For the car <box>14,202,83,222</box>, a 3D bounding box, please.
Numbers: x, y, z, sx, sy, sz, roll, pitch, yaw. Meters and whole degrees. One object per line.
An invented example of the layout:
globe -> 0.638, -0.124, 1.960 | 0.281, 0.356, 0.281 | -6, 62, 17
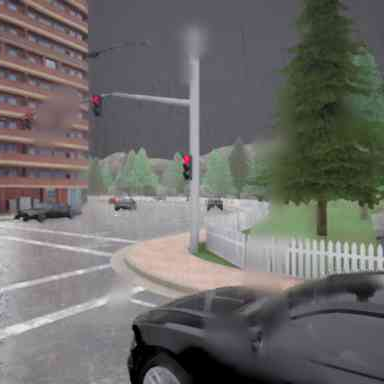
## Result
car -> -10.906, 1.489, 25.800 | 2.033, 1.411, 5.357 | 0, 0, 24

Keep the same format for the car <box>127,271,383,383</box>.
car -> 1.588, 1.478, 2.856 | 5.008, 1.535, 1.882 | 0, 0, 36

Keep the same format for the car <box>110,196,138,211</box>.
car -> -7.692, 1.488, 39.179 | 2.033, 1.411, 5.357 | 0, 0, 2

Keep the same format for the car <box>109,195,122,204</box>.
car -> -13.118, 1.290, 59.132 | 2.097, 1.767, 4.553 | 0, 0, -32

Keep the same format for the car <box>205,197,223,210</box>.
car -> 2.751, 1.447, 41.701 | 1.837, 1.490, 4.892 | 1, 0, -1
